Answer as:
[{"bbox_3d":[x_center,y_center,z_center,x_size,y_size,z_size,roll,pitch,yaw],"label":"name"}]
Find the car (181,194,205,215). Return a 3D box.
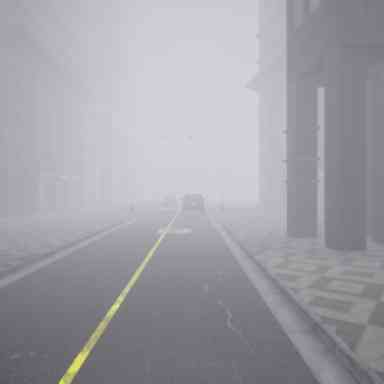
[{"bbox_3d":[0.111,1.179,33.599,2.150,2.045,5.566,0,0,0],"label":"car"}]

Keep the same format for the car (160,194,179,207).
[{"bbox_3d":[-3.058,1.276,48.059,2.097,1.767,4.553,0,0,0],"label":"car"}]
